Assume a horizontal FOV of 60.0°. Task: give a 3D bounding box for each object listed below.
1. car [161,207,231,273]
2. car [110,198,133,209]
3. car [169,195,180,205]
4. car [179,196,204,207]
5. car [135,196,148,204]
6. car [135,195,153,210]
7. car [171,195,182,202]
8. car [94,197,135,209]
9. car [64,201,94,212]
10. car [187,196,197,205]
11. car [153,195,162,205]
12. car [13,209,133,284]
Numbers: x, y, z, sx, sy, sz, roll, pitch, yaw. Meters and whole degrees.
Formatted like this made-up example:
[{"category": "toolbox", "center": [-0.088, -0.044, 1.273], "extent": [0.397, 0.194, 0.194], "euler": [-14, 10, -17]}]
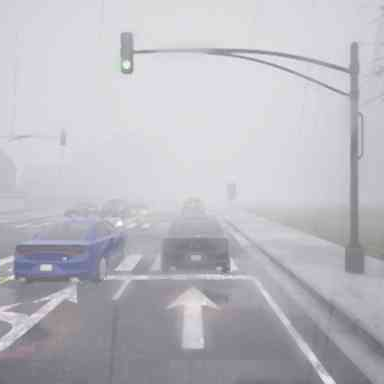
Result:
[{"category": "car", "center": [0.104, 1.482, 10.754], "extent": [1.882, 1.535, 5.008], "euler": [0, 0, 0]}, {"category": "car", "center": [-9.816, 1.546, 46.851], "extent": [2.033, 1.411, 5.357], "euler": [0, 0, 0]}, {"category": "car", "center": [-3.247, 1.540, 60.307], "extent": [2.033, 1.411, 5.357], "euler": [0, 0, 0]}, {"category": "car", "center": [0.102, 1.355, 33.021], "extent": [2.097, 1.767, 4.553], "euler": [0, 0, 0]}, {"category": "car", "center": [-9.747, 1.539, 64.479], "extent": [1.837, 1.490, 4.892], "euler": [0, 0, 0]}, {"category": "car", "center": [-6.586, 1.478, 42.672], "extent": [1.882, 1.535, 5.008], "euler": [0, 0, 0]}, {"category": "car", "center": [-3.246, 1.392, 70.728], "extent": [1.994, 1.385, 4.181], "euler": [0, 0, 0]}, {"category": "car", "center": [-6.594, 1.358, 28.833], "extent": [2.097, 1.767, 4.553], "euler": [0, 0, 0]}, {"category": "car", "center": [-9.845, 1.552, 30.265], "extent": [2.033, 1.411, 5.357], "euler": [0, 0, 0]}, {"category": "car", "center": [0.009, 1.518, 61.358], "extent": [1.812, 1.442, 4.674], "euler": [0, 0, 0]}, {"category": "car", "center": [-6.534, 1.346, 59.036], "extent": [2.097, 1.767, 4.553], "euler": [0, 0, 1]}, {"category": "car", "center": [-3.150, 1.482, 9.659], "extent": [1.882, 1.535, 5.008], "euler": [0, 0, 0]}]
